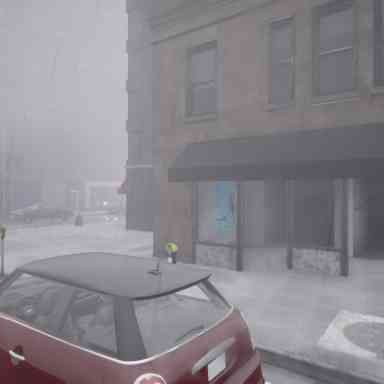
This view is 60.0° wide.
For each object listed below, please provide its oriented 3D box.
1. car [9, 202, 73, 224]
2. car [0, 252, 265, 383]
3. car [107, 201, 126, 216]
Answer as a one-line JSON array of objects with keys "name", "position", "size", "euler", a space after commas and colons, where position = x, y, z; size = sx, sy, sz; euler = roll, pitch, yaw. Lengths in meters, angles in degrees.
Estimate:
[{"name": "car", "position": [-11.349, 1.515, 25.345], "size": [1.812, 1.442, 4.674], "euler": [0, 0, 37]}, {"name": "car", "position": [-1.376, 1.440, 3.830], "size": [4.097, 1.590, 1.967], "euler": [0, 0, 36]}, {"name": "car", "position": [-6.225, 1.555, 32.622], "size": [1.994, 1.385, 4.181], "euler": [0, 0, 35]}]
